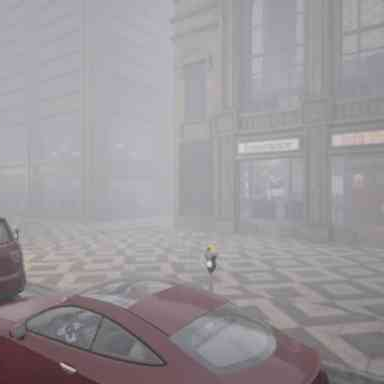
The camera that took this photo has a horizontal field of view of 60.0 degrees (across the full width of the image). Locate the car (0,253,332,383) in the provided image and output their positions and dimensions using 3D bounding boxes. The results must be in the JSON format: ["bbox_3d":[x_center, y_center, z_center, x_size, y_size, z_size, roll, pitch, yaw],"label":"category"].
[{"bbox_3d":[-0.764,1.573,3.486,4.206,1.307,1.802,0,0,35],"label":"car"}]

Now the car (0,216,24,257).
[{"bbox_3d":[-5.360,1.310,6.688,5.009,1.841,2.192,0,0,35],"label":"car"}]
